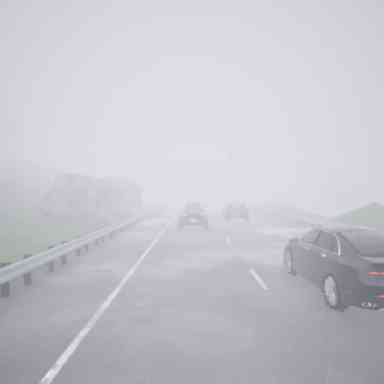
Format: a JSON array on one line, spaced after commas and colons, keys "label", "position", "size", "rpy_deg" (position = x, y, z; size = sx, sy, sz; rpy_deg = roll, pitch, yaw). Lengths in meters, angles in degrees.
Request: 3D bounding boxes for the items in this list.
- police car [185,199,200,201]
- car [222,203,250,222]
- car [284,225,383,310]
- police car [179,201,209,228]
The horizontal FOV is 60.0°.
[{"label": "police car", "position": [0.096, 1.643, 41.888], "size": [1.930, 1.638, 5.238], "rpy_deg": [0, 0, 0]}, {"label": "car", "position": [3.598, 1.637, 27.913], "size": [2.128, 1.511, 4.902], "rpy_deg": [0, 0, 0]}, {"label": "car", "position": [3.599, 1.546, 7.855], "size": [1.837, 1.490, 4.892], "rpy_deg": [0, 0, 0]}, {"label": "police car", "position": [0.100, 1.625, 23.142], "size": [2.038, 1.542, 4.974], "rpy_deg": [0, 0, 0]}]
